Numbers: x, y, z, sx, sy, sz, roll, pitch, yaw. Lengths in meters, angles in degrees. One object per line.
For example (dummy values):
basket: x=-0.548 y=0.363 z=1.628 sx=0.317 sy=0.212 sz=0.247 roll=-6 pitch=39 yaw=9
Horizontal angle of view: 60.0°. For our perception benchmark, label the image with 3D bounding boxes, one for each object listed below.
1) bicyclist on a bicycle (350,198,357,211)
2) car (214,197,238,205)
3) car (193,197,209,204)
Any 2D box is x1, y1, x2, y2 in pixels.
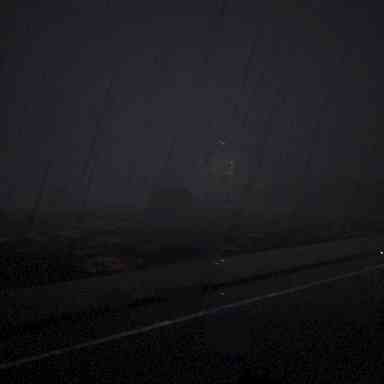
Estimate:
bicyclist on a bicycle: x=19.339 y=1.495 z=39.819 sx=1.656 sy=1.620 sz=0.582 roll=-1 pitch=0 yaw=-35
car: x=5.421 y=1.576 z=53.860 sx=1.812 sy=1.442 sz=4.674 roll=0 pitch=0 yaw=-33
car: x=0.855 y=1.541 z=54.372 sx=2.128 sy=1.511 sz=4.902 roll=0 pitch=0 yaw=-33
